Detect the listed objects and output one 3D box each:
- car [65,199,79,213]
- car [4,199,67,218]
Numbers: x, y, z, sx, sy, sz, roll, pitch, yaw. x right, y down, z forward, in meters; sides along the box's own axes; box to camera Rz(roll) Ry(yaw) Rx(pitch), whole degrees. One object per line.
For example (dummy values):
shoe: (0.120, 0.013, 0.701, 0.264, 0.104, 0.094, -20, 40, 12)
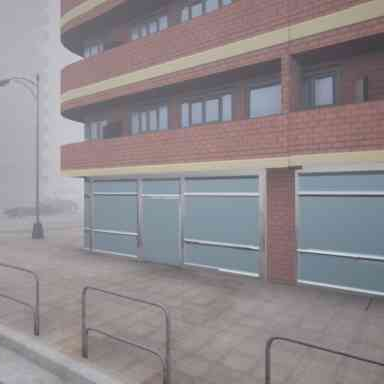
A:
car: (-14.453, 1.505, 35.485, 1.837, 1.490, 4.892, 0, 0, 36)
car: (-14.169, 1.601, 29.949, 1.895, 1.301, 4.718, 0, 0, 36)
